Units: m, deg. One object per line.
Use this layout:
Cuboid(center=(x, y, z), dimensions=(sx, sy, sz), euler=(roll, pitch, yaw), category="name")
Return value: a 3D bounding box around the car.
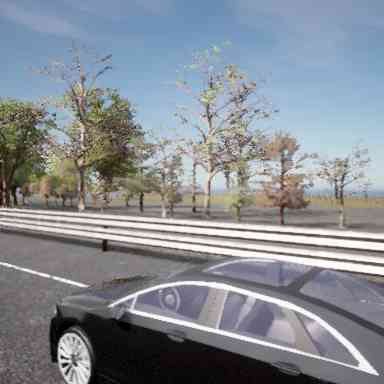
Cuboid(center=(0.402, 1.489, 3.579), dimensions=(4.902, 1.511, 2.128), euler=(0, 0, 36), category="car")
